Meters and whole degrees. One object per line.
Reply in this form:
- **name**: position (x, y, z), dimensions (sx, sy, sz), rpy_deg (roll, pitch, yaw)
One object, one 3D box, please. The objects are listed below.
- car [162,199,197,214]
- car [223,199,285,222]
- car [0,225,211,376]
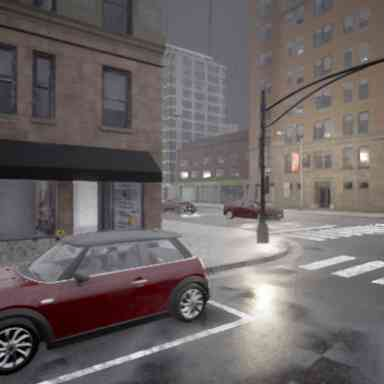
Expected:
- **car**: position (-1.340, 1.358, 32.457), dimensions (1.994, 1.385, 4.181), rpy_deg (0, 0, -36)
- **car**: position (4.445, 1.309, 24.438), dimensions (1.882, 1.535, 5.008), rpy_deg (0, 0, -37)
- **car**: position (-1.734, 1.432, 5.519), dimensions (4.097, 1.590, 1.967), rpy_deg (0, 1, -35)
